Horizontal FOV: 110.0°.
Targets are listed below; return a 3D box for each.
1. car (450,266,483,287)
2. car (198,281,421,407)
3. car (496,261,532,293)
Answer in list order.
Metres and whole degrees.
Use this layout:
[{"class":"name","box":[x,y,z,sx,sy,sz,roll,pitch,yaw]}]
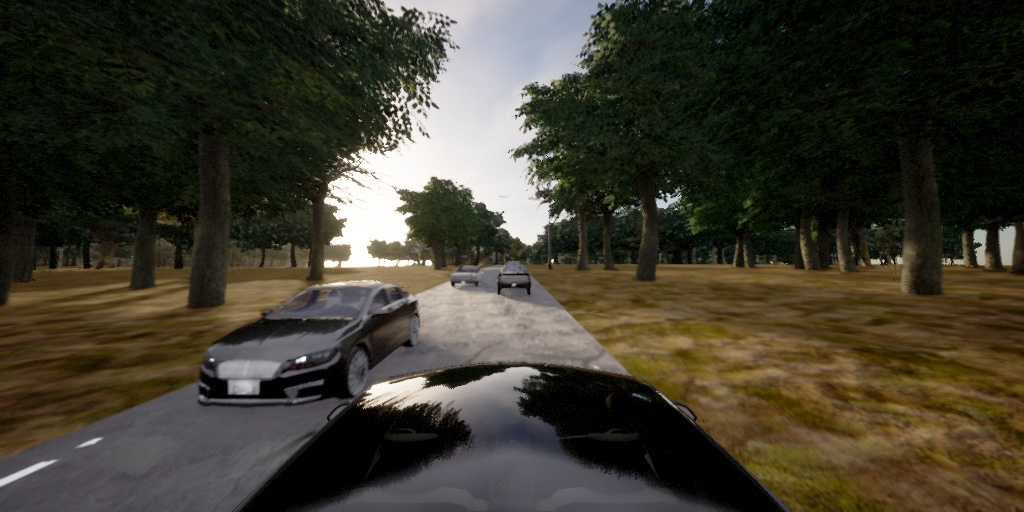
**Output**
[{"class":"car","box":[-3.097,1.377,25.106,1.895,1.301,4.718,0,0,0]},{"class":"car","box":[-3.058,1.249,6.569,2.128,1.511,4.902,0,0,0]},{"class":"car","box":[0.102,1.266,20.640,2.128,1.511,4.902,0,0,0]}]
